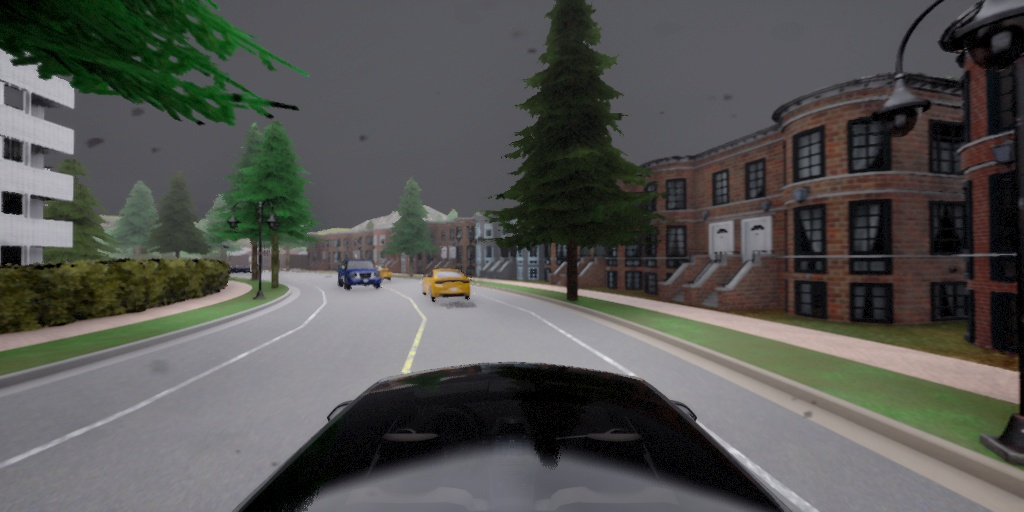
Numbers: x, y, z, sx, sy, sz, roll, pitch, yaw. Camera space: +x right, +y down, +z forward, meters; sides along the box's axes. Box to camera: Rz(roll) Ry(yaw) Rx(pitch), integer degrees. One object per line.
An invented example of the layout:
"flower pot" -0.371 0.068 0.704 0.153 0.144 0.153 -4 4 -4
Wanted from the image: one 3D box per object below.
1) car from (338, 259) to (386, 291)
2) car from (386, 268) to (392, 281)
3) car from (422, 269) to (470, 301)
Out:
"car" -10.889 1.264 25.411 2.150 2.045 5.566 1 -1 -33
"car" -13.327 1.628 34.529 1.882 1.535 5.008 1 -1 -42
"car" -3.578 1.428 18.957 1.882 1.535 5.008 0 -1 -21
